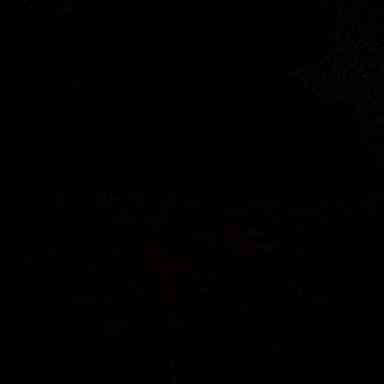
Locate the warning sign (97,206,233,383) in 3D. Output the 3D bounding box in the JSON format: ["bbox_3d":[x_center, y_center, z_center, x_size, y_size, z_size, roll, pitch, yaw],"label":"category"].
[{"bbox_3d":[-0.290,1.138,4.178,1.060,1.860,1.300,1,-1,36],"label":"warning sign"}]
